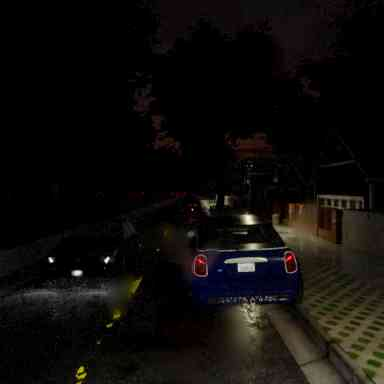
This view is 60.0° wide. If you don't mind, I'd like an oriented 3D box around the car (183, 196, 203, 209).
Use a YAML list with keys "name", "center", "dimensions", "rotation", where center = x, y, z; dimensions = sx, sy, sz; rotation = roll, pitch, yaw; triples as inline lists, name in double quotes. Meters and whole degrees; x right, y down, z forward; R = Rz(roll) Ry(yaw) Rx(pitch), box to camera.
- name: "car"
  center: [0.085, 1.527, 35.969]
  dimensions: [1.837, 1.490, 4.892]
  rotation: [0, 0, 1]

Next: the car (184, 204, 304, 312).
- name: "car"
  center: [0.942, 1.319, 7.867]
  dimensions: [2.097, 1.767, 4.553]
  rotation: [-2, 0, 0]

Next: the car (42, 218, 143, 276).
- name: "car"
  center: [-2.735, 1.549, 10.582]
  dimensions: [2.033, 1.411, 5.357]
  rotation: [0, 0, 0]

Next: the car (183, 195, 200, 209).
- name: "car"
  center: [-0.032, 1.376, 45.932]
  dimensions: [2.097, 1.767, 4.553]
  rotation: [0, 0, 2]
